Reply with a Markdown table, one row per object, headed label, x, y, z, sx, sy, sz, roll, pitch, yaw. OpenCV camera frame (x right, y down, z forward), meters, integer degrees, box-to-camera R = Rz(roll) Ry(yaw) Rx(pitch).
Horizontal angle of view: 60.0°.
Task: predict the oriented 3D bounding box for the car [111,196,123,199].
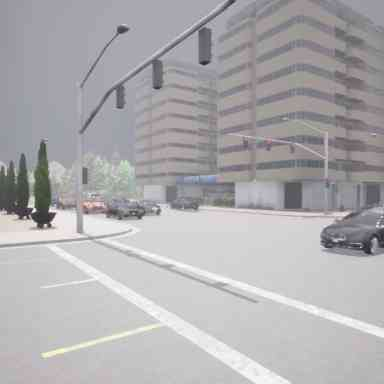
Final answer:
| label | x | y | z | sx | sy | sz | roll | pitch | yaw |
| --- | --- | --- | --- | --- | --- | --- | --- | --- | --- |
| car | -10.075 | 1.505 | 40.538 | 1.837 | 1.490 | 4.892 | 0 | 0 | -35 |

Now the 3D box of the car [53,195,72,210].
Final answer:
| label | x | y | z | sx | sy | sz | roll | pitch | yaw |
| --- | --- | --- | --- | --- | --- | --- | --- | --- | --- |
| car | -16.403 | 1.526 | 43.524 | 1.812 | 1.442 | 4.674 | 0 | 0 | -35 |

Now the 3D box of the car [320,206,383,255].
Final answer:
| label | x | y | z | sx | sy | sz | roll | pitch | yaw |
| --- | --- | --- | --- | --- | --- | --- | --- | --- | --- |
| car | 7.127 | 1.505 | 13.342 | 4.892 | 1.490 | 1.837 | 0 | 0 | -35 |

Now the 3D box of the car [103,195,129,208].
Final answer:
| label | x | y | z | sx | sy | sz | roll | pitch | yaw |
| --- | --- | --- | --- | --- | --- | --- | --- | --- | --- |
| car | -11.128 | 1.352 | 48.529 | 2.097 | 1.767 | 4.553 | 0 | 0 | -35 |

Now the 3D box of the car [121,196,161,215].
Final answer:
| label | x | y | z | sx | sy | sz | roll | pitch | yaw |
| --- | --- | --- | --- | --- | --- | --- | --- | --- | --- |
| car | -4.830 | 1.491 | 32.982 | 2.128 | 1.511 | 4.902 | 0 | 0 | -35 |

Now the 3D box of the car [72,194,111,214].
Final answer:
| label | x | y | z | sx | sy | sz | roll | pitch | yaw |
| --- | --- | --- | --- | --- | --- | --- | --- | --- | --- |
| car | -10.763 | 1.352 | 35.391 | 2.097 | 1.767 | 4.553 | 0 | 0 | -35 |

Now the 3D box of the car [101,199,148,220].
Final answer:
| label | x | y | z | sx | sy | sz | roll | pitch | yaw |
| --- | --- | --- | --- | --- | --- | --- | --- | --- | --- |
| car | -5.806 | 1.564 | 28.258 | 1.994 | 1.385 | 4.181 | 0 | 0 | -35 |

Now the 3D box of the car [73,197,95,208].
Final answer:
| label | x | y | z | sx | sy | sz | roll | pitch | yaw |
| --- | --- | --- | --- | --- | --- | --- | --- | --- | --- |
| car | -15.962 | 1.505 | 49.033 | 1.837 | 1.490 | 4.892 | 0 | 0 | -34 |

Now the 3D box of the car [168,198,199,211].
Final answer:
| label | x | y | z | sx | sy | sz | roll | pitch | yaw |
| --- | --- | --- | --- | --- | --- | --- | --- | --- | --- |
| car | -1.088 | 1.505 | 40.218 | 1.837 | 1.490 | 4.892 | 0 | 0 | -35 |
